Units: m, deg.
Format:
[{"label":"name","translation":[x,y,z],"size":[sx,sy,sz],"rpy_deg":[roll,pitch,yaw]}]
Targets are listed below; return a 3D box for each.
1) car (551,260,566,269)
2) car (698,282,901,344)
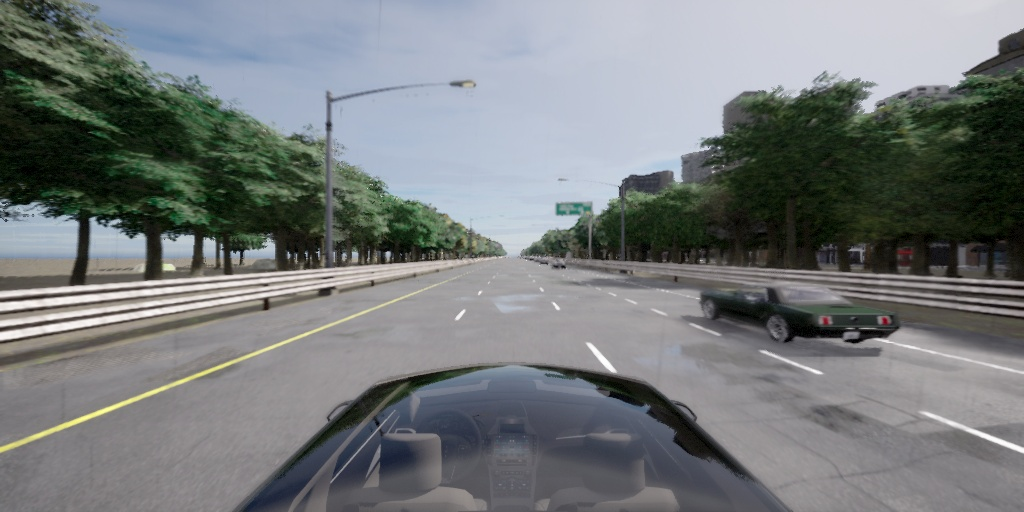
[{"label":"car","translation":[7.136,1.340,55.598],"size":[1.895,1.301,4.718],"rpy_deg":[0,0,0]},{"label":"car","translation":[7.001,1.356,9.614],"size":[1.895,1.301,4.718],"rpy_deg":[0,0,0]}]
